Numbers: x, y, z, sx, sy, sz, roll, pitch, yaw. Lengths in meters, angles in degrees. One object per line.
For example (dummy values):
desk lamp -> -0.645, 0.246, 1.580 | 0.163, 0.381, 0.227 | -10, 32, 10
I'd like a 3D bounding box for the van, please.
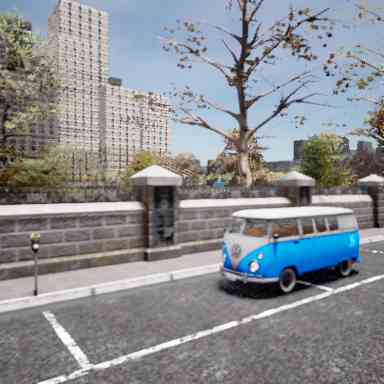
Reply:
van -> 2.557, 1.293, 8.386 | 3.998, 1.788, 1.690 | -1, 0, -36
